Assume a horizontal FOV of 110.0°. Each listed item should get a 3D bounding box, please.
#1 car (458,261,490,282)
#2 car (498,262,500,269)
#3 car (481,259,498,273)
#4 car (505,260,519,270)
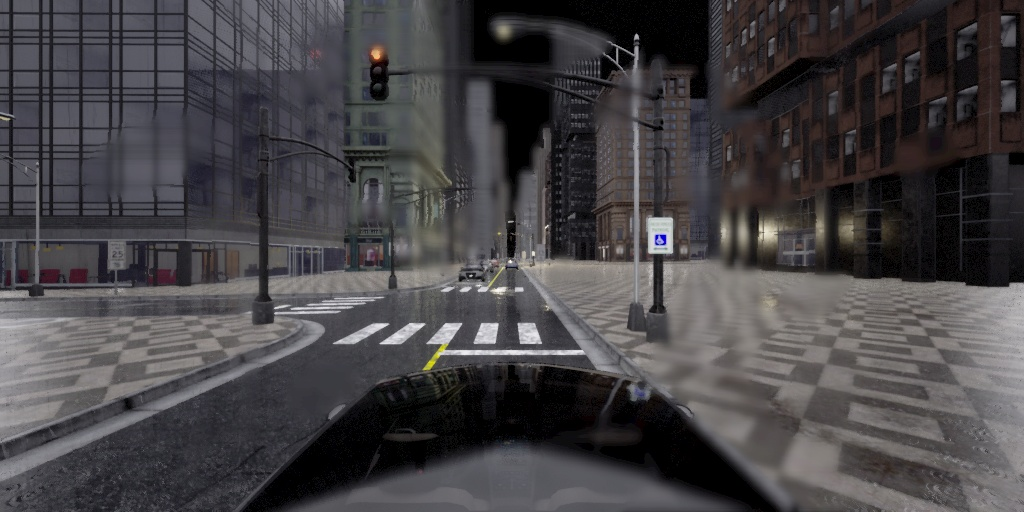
[{"bbox_3d":[-3.114,1.314,29.002,1.994,1.385,4.181,0,0,0],"label":"car"},{"bbox_3d":[-3.026,1.293,58.311,1.812,1.442,4.674,0,0,0],"label":"car"},{"bbox_3d":[-3.110,1.247,42.316,2.128,1.511,4.902,0,0,0],"label":"car"},{"bbox_3d":[-0.020,1.326,53.416,1.994,1.385,4.181,0,0,0],"label":"car"}]
